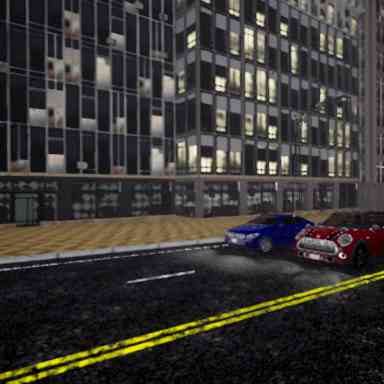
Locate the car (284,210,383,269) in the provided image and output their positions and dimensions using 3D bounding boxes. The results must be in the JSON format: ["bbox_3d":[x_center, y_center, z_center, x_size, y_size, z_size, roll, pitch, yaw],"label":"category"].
[{"bbox_3d":[5.669,1.457,11.721,4.553,1.767,2.097,1,0,-35],"label":"car"}]

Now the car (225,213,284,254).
[{"bbox_3d":[3.525,1.628,14.184,4.674,1.442,1.812,1,0,-35],"label":"car"}]
